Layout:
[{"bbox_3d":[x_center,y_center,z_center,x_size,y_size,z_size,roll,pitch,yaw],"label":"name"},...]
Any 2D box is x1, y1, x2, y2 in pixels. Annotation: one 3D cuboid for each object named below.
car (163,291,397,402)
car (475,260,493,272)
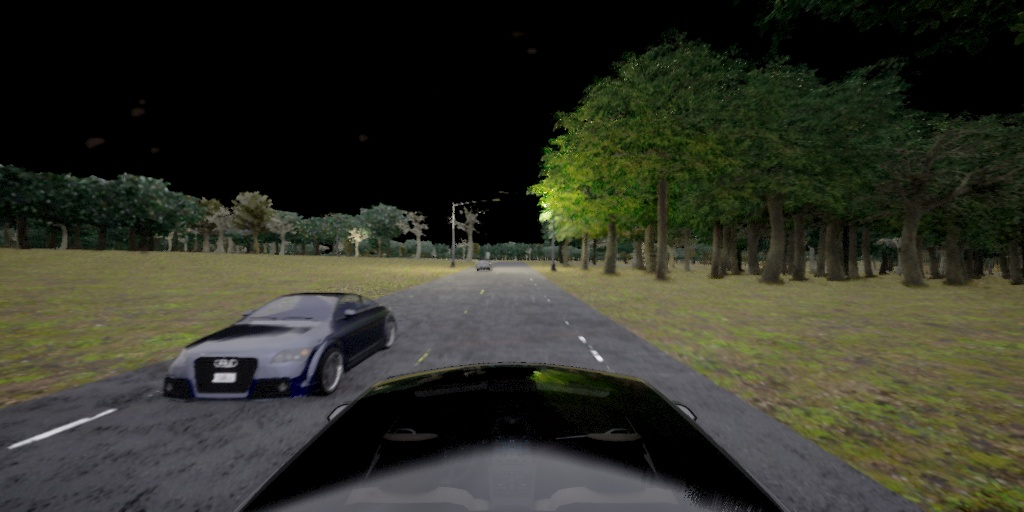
[{"bbox_3d":[-3.605,1.357,6.494,1.994,1.385,4.181,0,-1,0],"label":"car"},{"bbox_3d":[-3.608,1.271,46.950,1.837,1.490,4.892,0,0,0],"label":"car"}]
